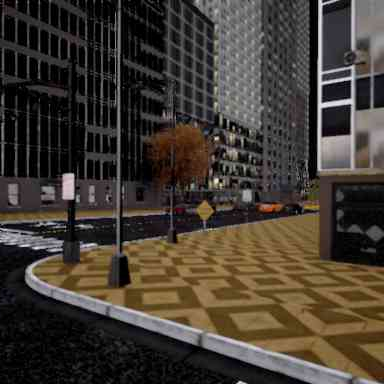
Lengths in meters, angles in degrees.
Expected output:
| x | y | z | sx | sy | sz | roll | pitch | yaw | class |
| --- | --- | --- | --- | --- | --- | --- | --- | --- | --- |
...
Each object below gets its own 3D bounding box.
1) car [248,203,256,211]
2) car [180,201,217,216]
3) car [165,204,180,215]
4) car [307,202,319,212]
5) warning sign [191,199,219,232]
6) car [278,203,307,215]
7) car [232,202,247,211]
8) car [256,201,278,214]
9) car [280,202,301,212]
| x | y | z | sx | sy | sz | roll | pitch | yaw | class |
| --- | --- | --- | --- | --- | --- | --- | --- | --- | --- |
| 11.360 | 2.418 | 53.952 | 2.033 | 1.411 | 5.357 | 0 | -1 | 33 | car |
| 1.066 | 1.859 | 38.125 | 2.097 | 1.767 | 4.553 | 0 | -1 | 33 | car |
| -1.268 | 2.103 | 40.510 | 1.895 | 1.301 | 4.718 | 0 | -1 | 33 | car |
| 19.533 | 2.440 | 54.640 | 1.882 | 1.535 | 5.008 | 0 | -1 | 33 | car |
| 0.791 | 1.406 | 20.209 | 1.300 | 1.860 | 1.060 | 2 | 1 | 33 | warning sign |
| 13.942 | 2.286 | 45.870 | 1.837 | 1.490 | 4.892 | 0 | -1 | 33 | car |
| 8.627 | 2.437 | 55.710 | 2.033 | 1.411 | 5.357 | 0 | -1 | 33 | car |
| 11.404 | 2.122 | 47.922 | 2.097 | 1.767 | 4.553 | 0 | -1 | 33 | car |
| 16.798 | 2.492 | 56.398 | 2.033 | 1.411 | 5.357 | 0 | -1 | 33 | car |
